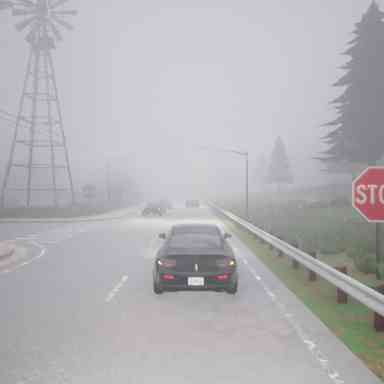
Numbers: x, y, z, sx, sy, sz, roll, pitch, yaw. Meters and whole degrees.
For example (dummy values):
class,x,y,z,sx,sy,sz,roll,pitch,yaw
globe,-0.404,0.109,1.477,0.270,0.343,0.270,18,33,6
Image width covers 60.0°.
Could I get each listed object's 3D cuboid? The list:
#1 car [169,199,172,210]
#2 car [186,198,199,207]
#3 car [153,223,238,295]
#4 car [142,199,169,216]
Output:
class,x,y,z,sx,sy,sz,roll,pitch,yaw
car,-3.583,1.568,43.749,2.033,1.411,5.357,0,0,0
car,0.055,1.588,50.684,1.994,1.385,4.181,0,0,0
car,0.080,1.530,8.635,1.812,1.442,4.674,0,0,0
car,-3.653,1.616,32.503,1.895,1.301,4.718,0,0,1
